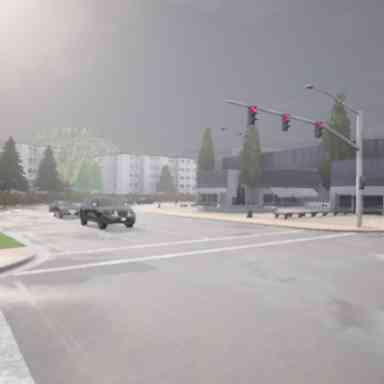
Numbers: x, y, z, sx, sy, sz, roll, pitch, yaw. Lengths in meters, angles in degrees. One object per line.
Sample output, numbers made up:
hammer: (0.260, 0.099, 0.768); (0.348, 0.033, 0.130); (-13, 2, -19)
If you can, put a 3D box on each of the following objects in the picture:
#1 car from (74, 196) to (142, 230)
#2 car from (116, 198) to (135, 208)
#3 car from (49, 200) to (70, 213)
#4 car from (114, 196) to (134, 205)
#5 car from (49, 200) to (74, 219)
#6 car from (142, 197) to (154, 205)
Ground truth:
car: (-5.843, 1.316, 22.566); (2.150, 2.045, 5.566); (1, 0, -37)
car: (-11.171, 1.816, 56.283); (2.033, 1.411, 5.357); (1, 0, 3)
car: (-15.825, 1.680, 39.815); (1.994, 1.385, 4.181); (1, 0, -17)
car: (-13.276, 1.661, 65.278); (2.097, 1.767, 4.553); (0, 0, 15)
car: (-11.541, 1.587, 30.726); (2.128, 1.511, 4.902); (1, 0, -32)
car: (-9.263, 1.834, 66.749); (1.882, 1.535, 5.008); (0, 0, 20)
